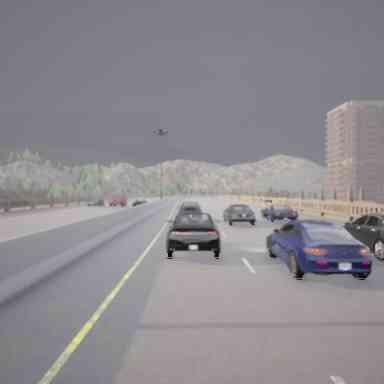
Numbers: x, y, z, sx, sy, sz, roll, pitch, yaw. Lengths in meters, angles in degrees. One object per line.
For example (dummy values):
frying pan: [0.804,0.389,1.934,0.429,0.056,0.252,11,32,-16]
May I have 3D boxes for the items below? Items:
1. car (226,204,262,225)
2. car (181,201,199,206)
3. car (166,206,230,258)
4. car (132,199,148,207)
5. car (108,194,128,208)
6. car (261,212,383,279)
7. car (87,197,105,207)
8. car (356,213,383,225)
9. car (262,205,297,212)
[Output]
car: [3.381,1.603,24.369,2.033,1.411,5.357,0,0,-1]
car: [-0.190,1.570,28.115,1.837,1.490,4.892,0,0,-1]
car: [0.052,1.521,12.818,2.128,1.511,4.902,0,0,0]
car: [-7.978,1.715,50.993,1.895,1.301,4.718,0,0,-1]
car: [-11.503,1.339,52.089,2.150,2.045,5.566,0,0,-1]
car: [3.545,1.548,9.963,1.812,1.442,4.674,0,0,0]
car: [-15.002,1.608,52.023,2.128,1.511,4.902,0,0,-1]
car: [7.053,1.530,12.275,1.837,1.490,4.892,0,-1,0]
car: [6.842,1.661,26.721,1.895,1.301,4.718,0,0,-1]
